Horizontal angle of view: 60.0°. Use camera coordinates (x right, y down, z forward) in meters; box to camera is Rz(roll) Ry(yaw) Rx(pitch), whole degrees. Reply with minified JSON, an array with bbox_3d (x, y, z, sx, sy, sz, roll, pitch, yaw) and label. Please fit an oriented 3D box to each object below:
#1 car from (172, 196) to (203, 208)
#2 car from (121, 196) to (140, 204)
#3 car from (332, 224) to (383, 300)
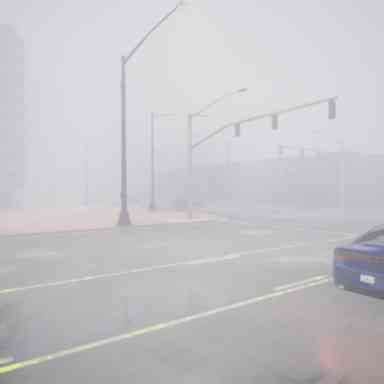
[{"bbox_3d":[-0.635,1.303,42.944,1.882,1.535,5.008,-1,0,-36],"label":"car"},{"bbox_3d":[-10.430,1.391,56.662,1.994,1.385,4.181,-1,0,-35],"label":"car"},{"bbox_3d":[5.220,1.416,7.486,5.008,1.535,1.882,-1,0,-35],"label":"car"}]
